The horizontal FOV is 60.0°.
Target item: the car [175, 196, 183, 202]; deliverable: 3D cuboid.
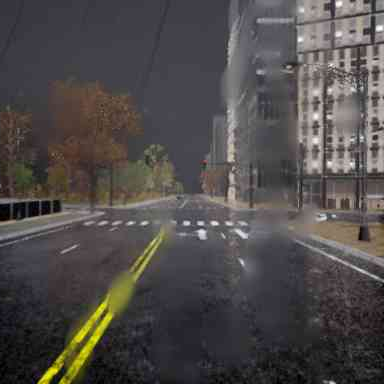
[{"bbox_3d":[-3.241,1.731,83.712,1.837,1.490,4.892,0,0,0],"label":"car"}]
